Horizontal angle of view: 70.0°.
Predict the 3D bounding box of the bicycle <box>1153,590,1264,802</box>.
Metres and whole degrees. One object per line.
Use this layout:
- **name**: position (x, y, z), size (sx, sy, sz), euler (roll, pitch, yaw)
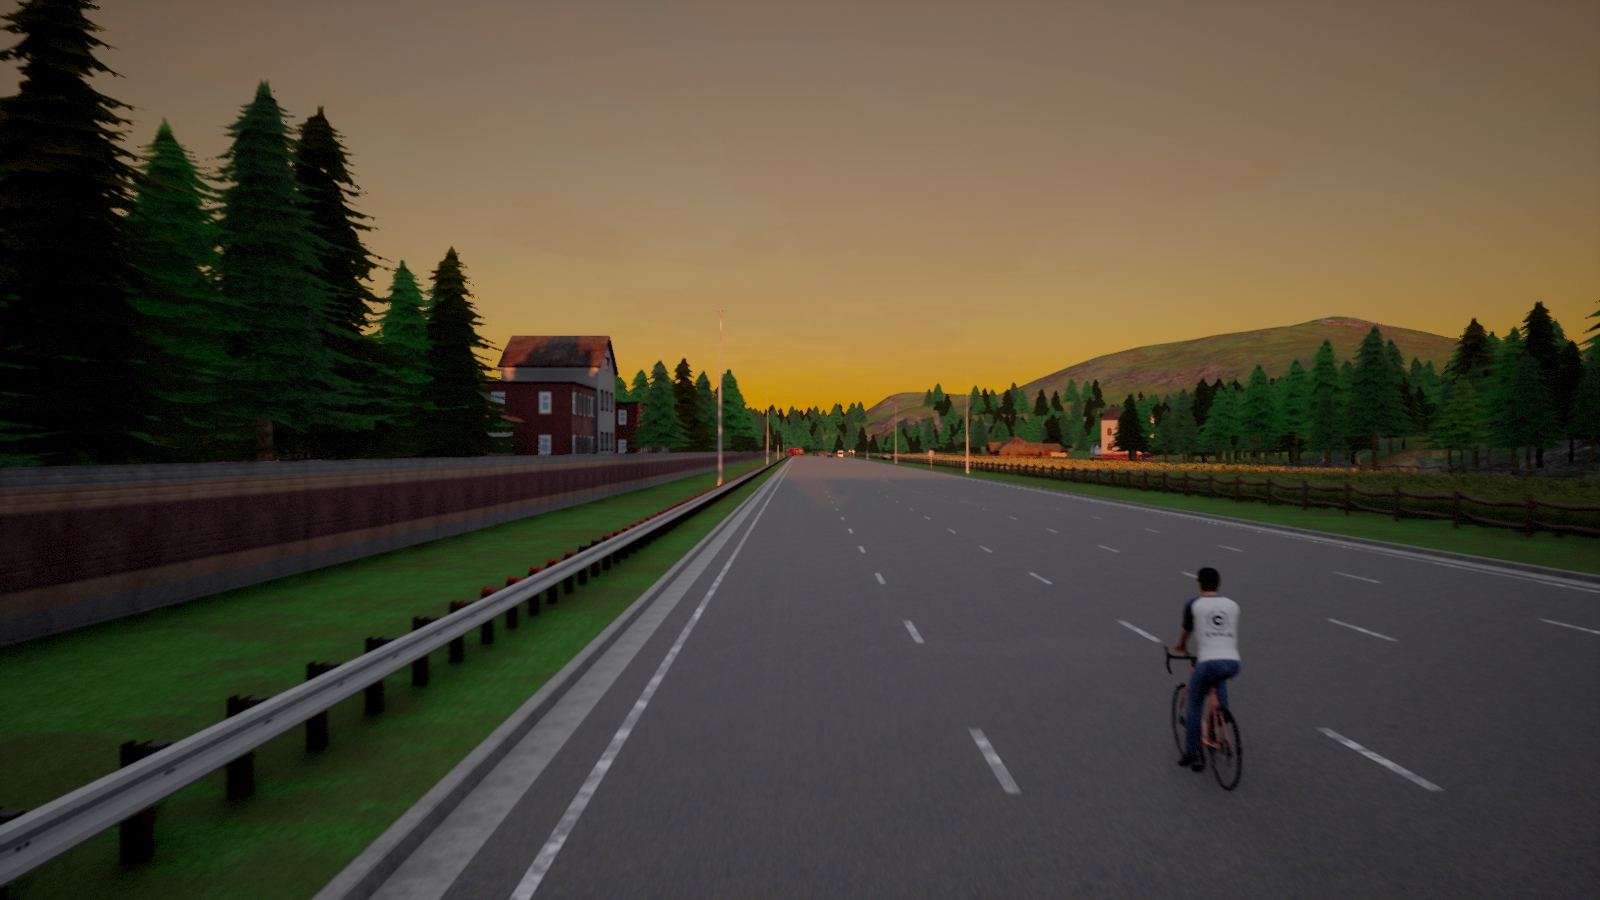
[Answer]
- **bicycle**: position (3.499, 2.056, 9.907), size (0.373, 1.496, 1.643), euler (0, 0, 0)
